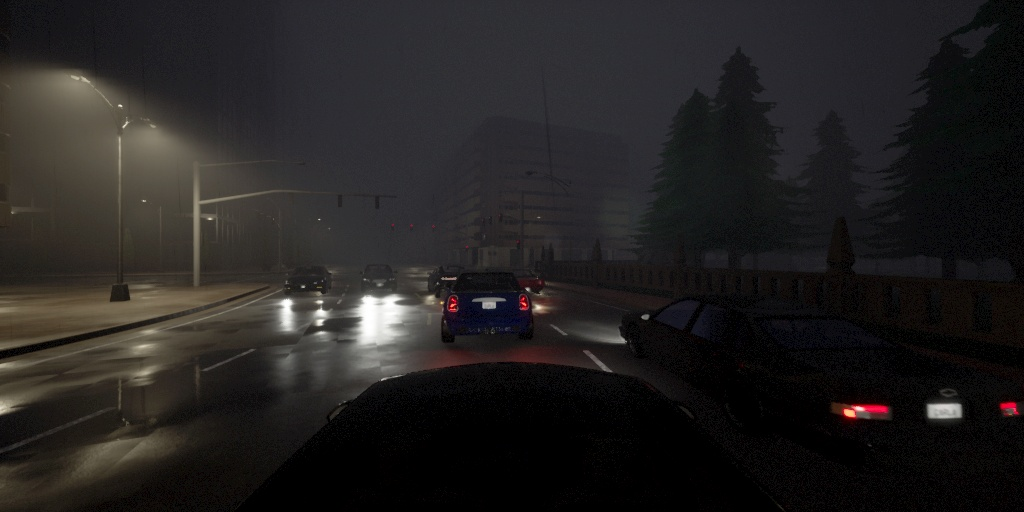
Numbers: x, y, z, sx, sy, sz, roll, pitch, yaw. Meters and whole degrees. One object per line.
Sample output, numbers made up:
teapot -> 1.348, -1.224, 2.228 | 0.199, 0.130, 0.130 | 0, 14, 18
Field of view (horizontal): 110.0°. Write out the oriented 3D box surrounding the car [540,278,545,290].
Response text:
car -> 0.021, 1.351, 19.788 | 1.895, 1.301, 4.718 | 0, 0, -19

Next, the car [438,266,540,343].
car -> -0.807, 1.102, 9.972 | 2.097, 1.767, 4.553 | 0, 0, -8

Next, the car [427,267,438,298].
car -> -3.262, 1.241, 18.628 | 2.128, 1.511, 4.902 | 0, 0, -19

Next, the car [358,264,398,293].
car -> -7.837, 1.244, 20.991 | 2.128, 1.511, 4.902 | 0, 0, -22

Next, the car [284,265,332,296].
car -> -11.095, 1.270, 19.714 | 1.837, 1.490, 4.892 | 0, 0, -22

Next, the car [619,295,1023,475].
car -> 3.355, 1.297, 5.394 | 2.033, 1.411, 5.357 | 0, 0, -3
